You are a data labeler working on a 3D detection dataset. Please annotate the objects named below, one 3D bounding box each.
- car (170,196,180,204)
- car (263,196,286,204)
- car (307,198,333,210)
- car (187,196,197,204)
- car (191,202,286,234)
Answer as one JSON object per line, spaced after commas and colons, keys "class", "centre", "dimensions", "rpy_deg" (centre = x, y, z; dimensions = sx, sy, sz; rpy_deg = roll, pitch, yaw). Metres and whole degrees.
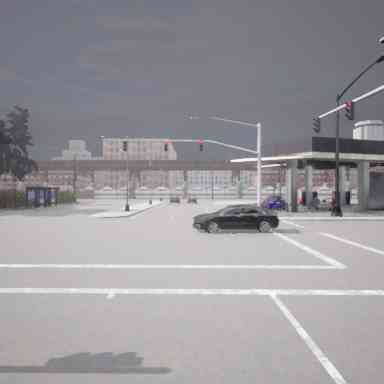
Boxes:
{"class": "car", "centre": [-3.358, 1.491, 66.287], "dimensions": [2.128, 1.511, 4.902], "rpy_deg": [0, 0, 0]}
{"class": "car", "centre": [9.735, 1.295, 39.683], "dimensions": [2.242, 1.667, 4.611], "rpy_deg": [0, 0, 0]}
{"class": "car", "centre": [15.480, 1.456, 40.442], "dimensions": [1.970, 1.475, 3.806], "rpy_deg": [0, 0, 0]}
{"class": "car", "centre": [0.040, 1.547, 64.364], "dimensions": [2.033, 1.411, 5.357], "rpy_deg": [0, 0, 0]}
{"class": "car", "centre": [2.464, 1.506, 18.793], "dimensions": [4.892, 1.490, 1.837], "rpy_deg": [0, 0, -7]}
